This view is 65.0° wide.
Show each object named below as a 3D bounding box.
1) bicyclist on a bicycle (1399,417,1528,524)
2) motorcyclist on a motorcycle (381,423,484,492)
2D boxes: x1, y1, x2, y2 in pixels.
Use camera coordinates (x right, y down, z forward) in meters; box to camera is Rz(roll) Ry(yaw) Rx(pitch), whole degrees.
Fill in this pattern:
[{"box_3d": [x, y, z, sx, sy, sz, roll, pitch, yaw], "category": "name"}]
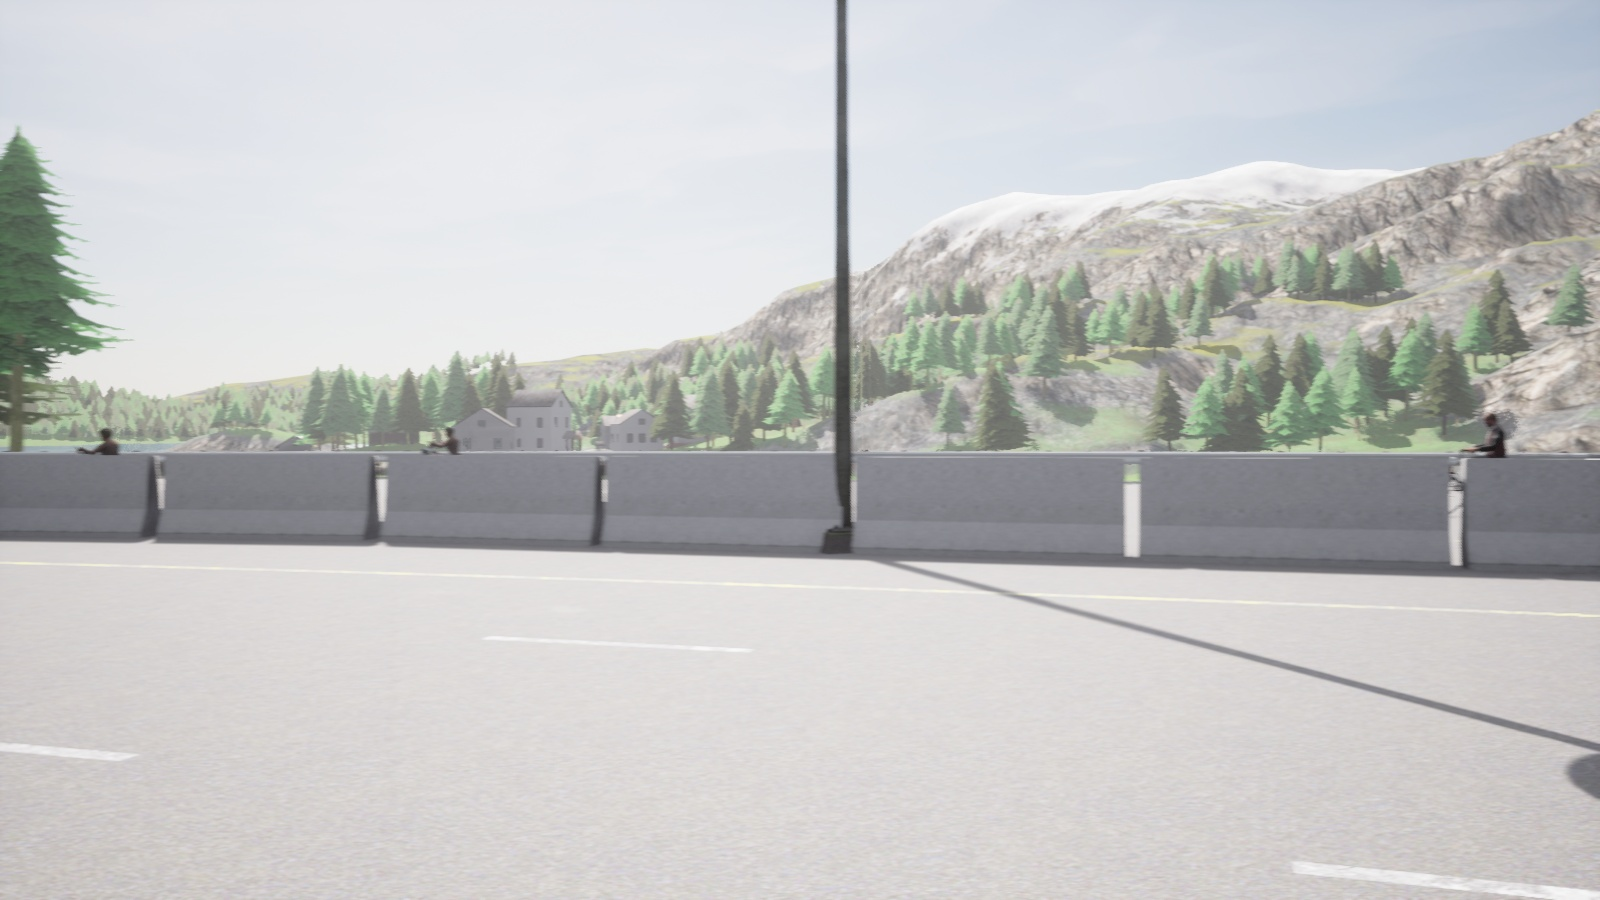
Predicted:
[{"box_3d": [11.317, 0.330, 21.467, 1.843, 1.776, 0.659, 1, 2, 20], "category": "bicyclist on a bicycle"}, {"box_3d": [-9.052, 0.173, 30.954, 2.350, 1.649, 0.766, 0, 2, 12], "category": "motorcyclist on a motorcycle"}]
